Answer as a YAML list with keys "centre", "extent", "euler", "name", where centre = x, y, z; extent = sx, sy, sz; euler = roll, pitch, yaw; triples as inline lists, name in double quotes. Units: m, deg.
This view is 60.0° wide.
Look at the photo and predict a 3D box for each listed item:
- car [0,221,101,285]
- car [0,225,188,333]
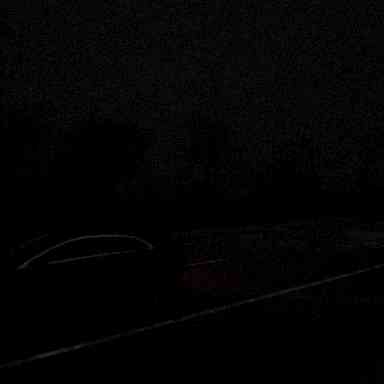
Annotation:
- centre: [-5.086, 1.601, 8.955]
  extent: [4.718, 1.301, 1.895]
  euler: [0, 0, -35]
  name: "car"
- centre: [-2.399, 1.493, 6.572]
  extent: [4.902, 1.511, 2.128]
  euler: [0, 0, -35]
  name: "car"
